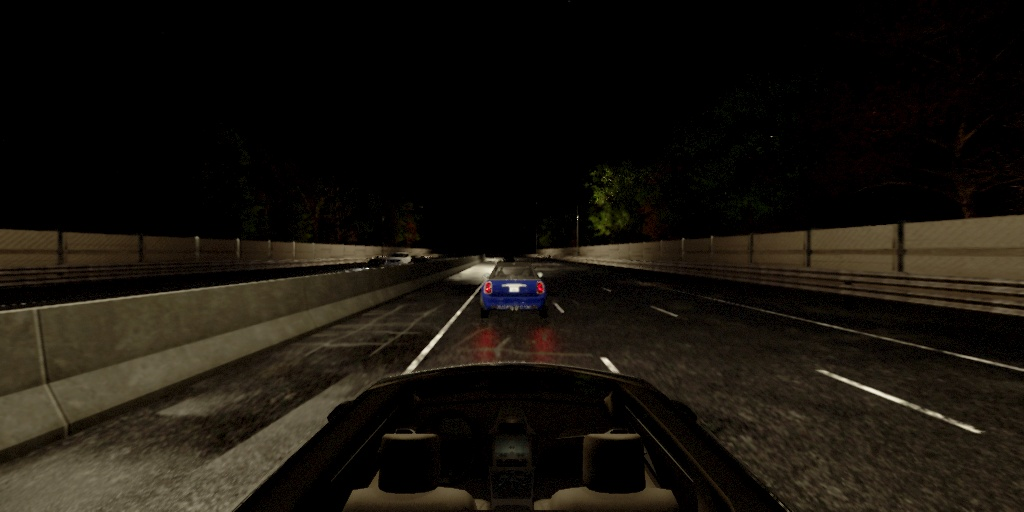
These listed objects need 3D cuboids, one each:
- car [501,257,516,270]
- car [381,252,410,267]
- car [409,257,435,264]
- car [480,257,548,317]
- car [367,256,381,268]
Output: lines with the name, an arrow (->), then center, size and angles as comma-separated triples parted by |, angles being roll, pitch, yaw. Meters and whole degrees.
car -> -0.446, 0.840, 44.916 | 1.837, 1.490, 4.892 | 0, 1, -1
car -> -14.644, 0.543, 46.429 | 2.150, 2.045, 5.566 | 0, 0, -1
car -> -11.140, 0.872, 45.987 | 2.033, 1.411, 5.357 | 0, 1, -1
car -> 0.054, 0.996, 12.806 | 2.097, 1.767, 4.553 | 0, 1, 0
car -> -18.212, 0.785, 49.209 | 2.128, 1.511, 4.902 | 0, 1, -1
